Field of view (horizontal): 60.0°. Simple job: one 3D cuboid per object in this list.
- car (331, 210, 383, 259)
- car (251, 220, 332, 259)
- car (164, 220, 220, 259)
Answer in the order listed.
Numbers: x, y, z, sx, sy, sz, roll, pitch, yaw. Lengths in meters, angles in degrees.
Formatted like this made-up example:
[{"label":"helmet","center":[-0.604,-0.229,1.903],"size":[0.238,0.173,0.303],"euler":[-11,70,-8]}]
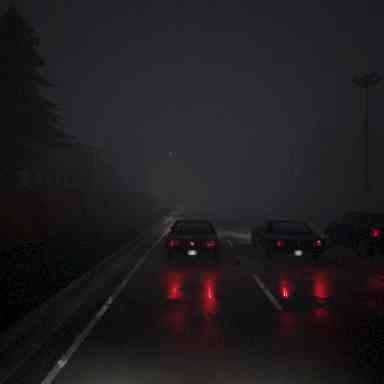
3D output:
[{"label":"car","center":[7.055,1.498,13.343],"size":[2.097,1.767,4.553],"euler":[0,-1,1]},{"label":"car","center":[3.549,1.746,13.190],"size":[1.895,1.301,4.718],"euler":[0,-1,1]},{"label":"car","center":[0.049,1.746,13.219],"size":[1.895,1.301,4.718],"euler":[0,-1,1]}]
